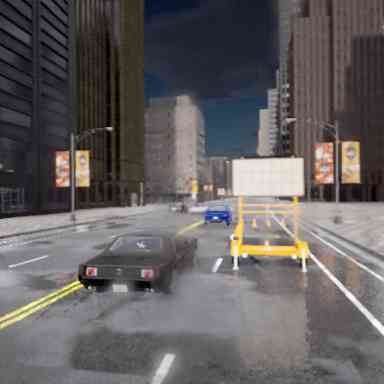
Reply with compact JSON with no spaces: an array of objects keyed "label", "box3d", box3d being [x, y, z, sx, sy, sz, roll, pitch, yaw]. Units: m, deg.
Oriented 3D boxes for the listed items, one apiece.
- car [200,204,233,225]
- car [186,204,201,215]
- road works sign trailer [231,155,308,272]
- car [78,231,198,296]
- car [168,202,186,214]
[{"label":"car","box3d":[2.171,1.758,26.550,1.882,1.535,5.008,0,-1,10]},{"label":"car","box3d":[1.006,2.051,39.265,1.895,1.301,4.718,0,-1,10]},{"label":"road works sign trailer","box3d":[2.571,0.569,11.335,2.380,3.560,2.880,0,-1,11]},{"label":"car","box3d":[-1.061,1.703,8.995,1.895,1.301,4.718,0,-1,10]},{"label":"car","box3d":[-1.732,2.000,42.337,2.128,1.511,4.902,0,-1,10]}]
